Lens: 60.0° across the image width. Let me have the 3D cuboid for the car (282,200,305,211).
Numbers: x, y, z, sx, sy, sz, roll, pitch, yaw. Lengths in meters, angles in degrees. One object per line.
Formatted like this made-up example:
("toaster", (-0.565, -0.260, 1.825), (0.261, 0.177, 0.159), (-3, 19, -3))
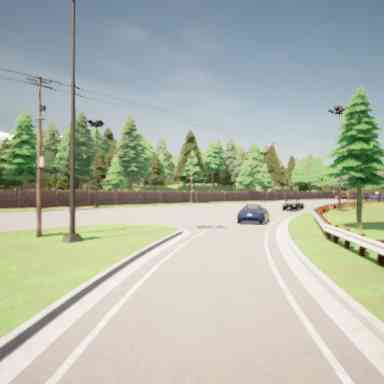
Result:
("car", (13.131, 1.711, 42.880), (1.895, 1.301, 4.718), (0, 0, 31))

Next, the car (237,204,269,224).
("car", (4.808, 1.623, 25.788), (1.994, 1.385, 4.181), (0, 0, 19))
